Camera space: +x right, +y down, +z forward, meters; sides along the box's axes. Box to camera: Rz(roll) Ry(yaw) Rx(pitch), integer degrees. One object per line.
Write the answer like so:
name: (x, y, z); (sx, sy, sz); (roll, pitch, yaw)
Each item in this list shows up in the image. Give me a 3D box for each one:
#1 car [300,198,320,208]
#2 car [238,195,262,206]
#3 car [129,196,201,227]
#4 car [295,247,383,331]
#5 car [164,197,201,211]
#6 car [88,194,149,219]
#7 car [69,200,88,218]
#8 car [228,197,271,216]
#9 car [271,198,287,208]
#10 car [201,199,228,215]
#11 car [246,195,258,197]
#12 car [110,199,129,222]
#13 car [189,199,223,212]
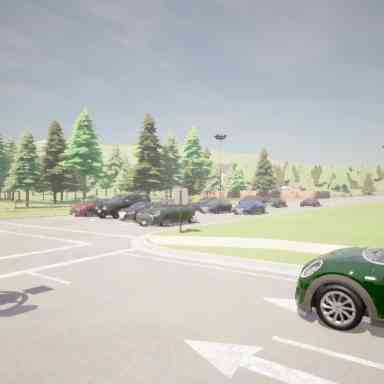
car: (17.246, 1.564, 48.491); (1.994, 1.385, 4.181); (0, 0, 37)
car: (9.789, 1.351, 56.061); (2.097, 1.767, 4.553); (0, 0, 37)
car: (-1.706, 1.352, 22.691); (2.097, 1.767, 4.553); (0, 0, 36)
car: (4.081, 1.352, 5.378); (4.553, 1.767, 2.097); (0, 0, 36)
car: (-1.125, 1.478, 41.257); (1.882, 1.535, 5.008); (0, 0, 36)
car: (-5.802, 1.224, 28.975); (2.150, 2.045, 5.566); (0, 0, 36)
car: (-8.933, 1.352, 30.625); (2.097, 1.767, 4.553); (0, 0, 36)
car: (5.793, 1.525, 32.939); (1.812, 1.442, 4.674); (0, 0, 36)
car: (11.982, 1.526, 47.267); (1.812, 1.442, 4.674); (0, 0, 37)
car: (2.639, 1.526, 34.558); (1.812, 1.442, 4.674); (0, 0, 36)
car: (10.508, 1.504, 51.155); (1.837, 1.490, 4.892); (0, 0, 37)
car: (-3.625, 1.492, 26.025); (2.128, 1.511, 4.902); (0, 0, 36)
car: (1.663, 1.564, 39.142); (1.994, 1.385, 4.181); (0, 0, 36)
